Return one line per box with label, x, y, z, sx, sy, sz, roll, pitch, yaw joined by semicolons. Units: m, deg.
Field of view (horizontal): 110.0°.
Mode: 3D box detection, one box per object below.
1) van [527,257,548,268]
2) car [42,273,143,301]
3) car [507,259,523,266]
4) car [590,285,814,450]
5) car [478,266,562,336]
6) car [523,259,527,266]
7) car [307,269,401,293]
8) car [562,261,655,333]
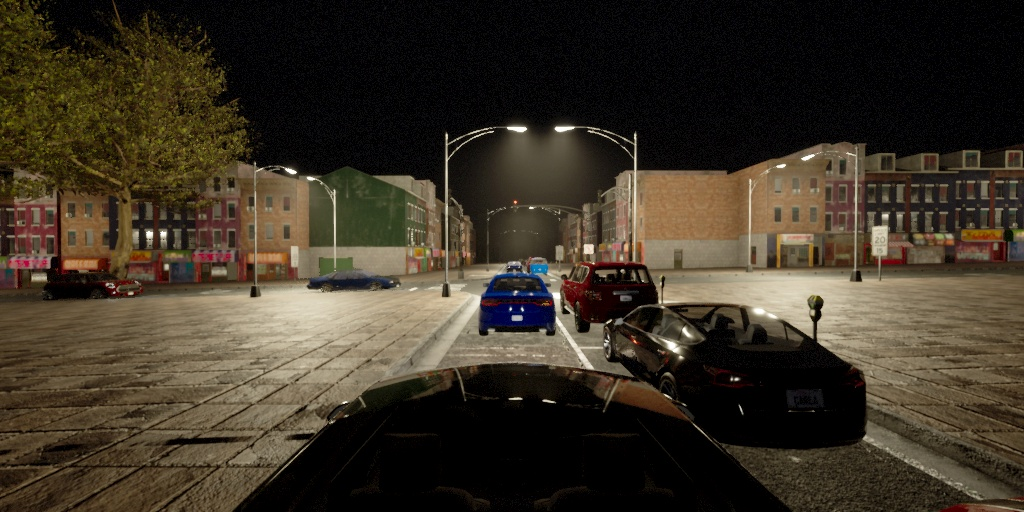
van;2.760;1.103;37.056;1.690;1.789;3.998;0;0;0
car;-26.202;1.830;22.522;4.553;1.767;2.097;-2;1;0
car;0.280;1.372;45.125;1.895;1.301;4.718;0;0;0
car;2.646;1.315;5.293;1.948;1.339;4.313;0;0;0
car;0.144;1.227;10.419;1.882;1.535;5.008;0;0;1
car;2.779;1.083;42.462;2.192;1.841;5.009;0;0;0
car;-9.831;1.543;22.474;5.357;1.411;2.033;-2;1;0
car;2.666;1.064;10.695;2.192;1.841;5.009;0;0;0
